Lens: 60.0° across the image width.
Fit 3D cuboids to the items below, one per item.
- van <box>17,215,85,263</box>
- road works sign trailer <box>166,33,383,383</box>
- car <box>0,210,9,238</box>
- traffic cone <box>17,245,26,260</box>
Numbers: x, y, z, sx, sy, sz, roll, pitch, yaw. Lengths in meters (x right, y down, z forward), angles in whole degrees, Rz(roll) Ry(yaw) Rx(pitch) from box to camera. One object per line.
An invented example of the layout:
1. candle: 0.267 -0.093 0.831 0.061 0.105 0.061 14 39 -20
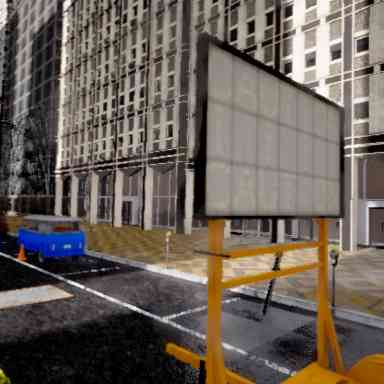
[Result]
1. van: -6.105 1.918 14.215 1.690 1.788 3.998 3 -3 -44
2. road works sign trailer: 0.721 0.652 3.269 2.380 3.560 2.880 4 -4 -44
3. car: -13.960 2.125 22.429 2.192 1.841 5.009 3 -3 -44
4. traffic cone: -7.048 2.492 13.776 0.340 0.580 0.340 4 -4 -44
